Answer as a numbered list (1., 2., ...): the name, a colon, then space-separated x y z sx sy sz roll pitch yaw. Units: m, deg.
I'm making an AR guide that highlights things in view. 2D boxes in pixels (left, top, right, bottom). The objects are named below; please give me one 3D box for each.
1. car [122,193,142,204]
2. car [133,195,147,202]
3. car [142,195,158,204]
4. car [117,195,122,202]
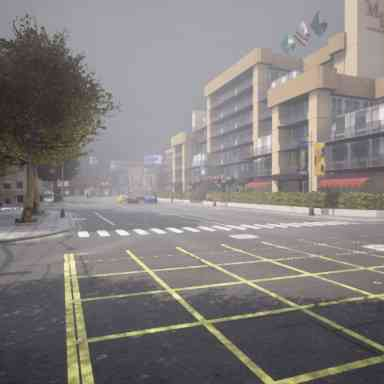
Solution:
1. car: -11.177 1.503 61.714 1.837 1.490 4.892 0 0 -21
2. car: -11.243 1.381 71.504 1.837 1.490 4.892 0 0 -21
3. car: -7.917 1.476 62.987 1.882 1.535 5.008 0 0 -21
4. car: -14.500 1.358 70.225 1.882 1.535 5.008 0 0 -21
